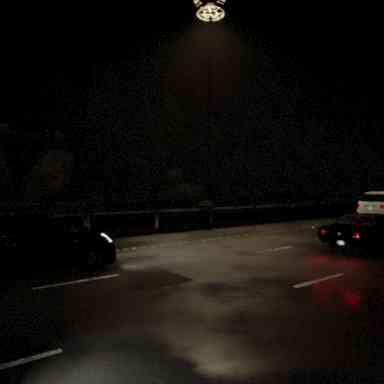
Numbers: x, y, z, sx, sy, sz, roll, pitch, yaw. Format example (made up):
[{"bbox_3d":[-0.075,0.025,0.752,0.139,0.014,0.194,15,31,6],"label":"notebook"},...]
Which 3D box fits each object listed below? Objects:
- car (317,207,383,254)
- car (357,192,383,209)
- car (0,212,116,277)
[{"bbox_3d":[7.100,1.492,13.111,4.718,1.301,1.895,-1,0,-36],"label":"car"},{"bbox_3d":[12.897,0.996,21.547,5.566,2.045,2.150,-1,1,-36],"label":"car"},{"bbox_3d":[-4.459,1.341,9.164,4.553,1.767,2.097,0,0,-36],"label":"car"}]
